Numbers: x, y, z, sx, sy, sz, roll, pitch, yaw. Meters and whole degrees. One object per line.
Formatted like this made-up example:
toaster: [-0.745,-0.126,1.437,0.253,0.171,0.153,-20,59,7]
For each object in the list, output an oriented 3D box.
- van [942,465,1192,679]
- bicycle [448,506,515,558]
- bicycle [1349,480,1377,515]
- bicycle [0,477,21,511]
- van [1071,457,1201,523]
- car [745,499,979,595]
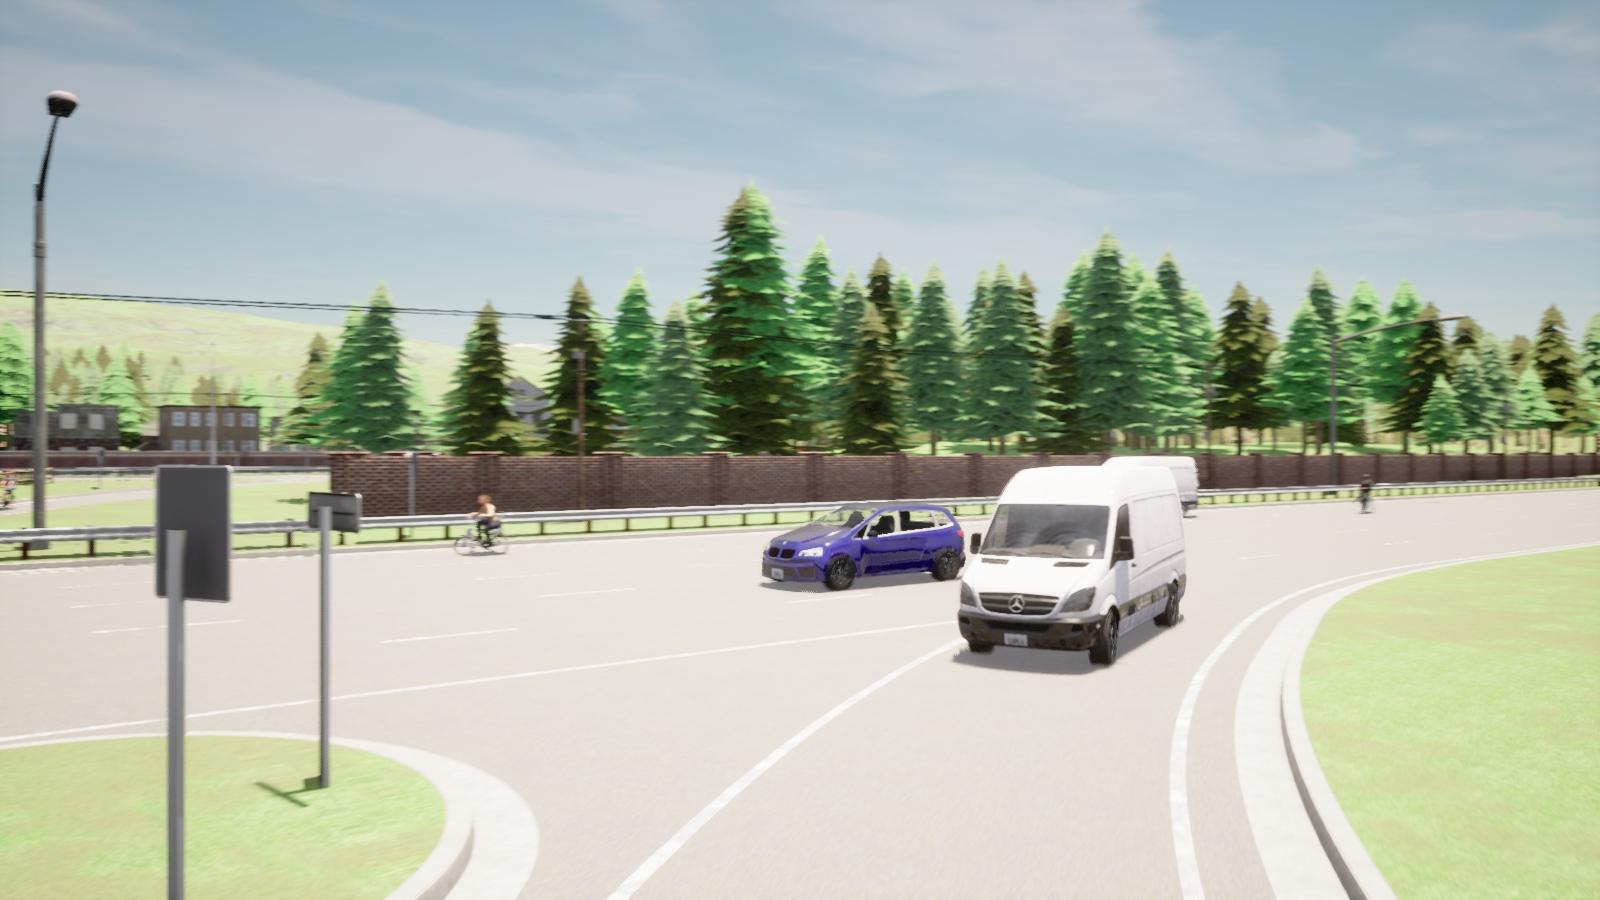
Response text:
van: [4.225,1.543,17.102,1.988,2.561,5.915,-1,0,30]
bicycle: [-8.404,2.144,30.160,1.487,1.276,0.859,0,0,-37]
bicycle: [25.120,2.108,50.940,1.835,1.471,0.329,0,0,-37]
bicycle: [-36.153,1.993,52.162,0.373,1.496,1.643,0,0,-12]
van: [13.825,1.561,46.839,5.915,2.561,1.988,0,0,-37]
car: [1.377,1.971,24.369,4.611,1.667,2.242,0,0,-37]
